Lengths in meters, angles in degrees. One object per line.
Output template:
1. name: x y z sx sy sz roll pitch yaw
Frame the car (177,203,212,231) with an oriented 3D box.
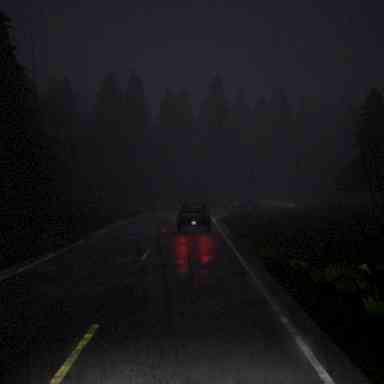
1. car: 0.134 1.373 19.710 2.128 1.511 4.902 0 0 1

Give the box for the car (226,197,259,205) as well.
1. car: 5.651 1.306 36.282 4.674 1.442 1.812 0 0 -44
